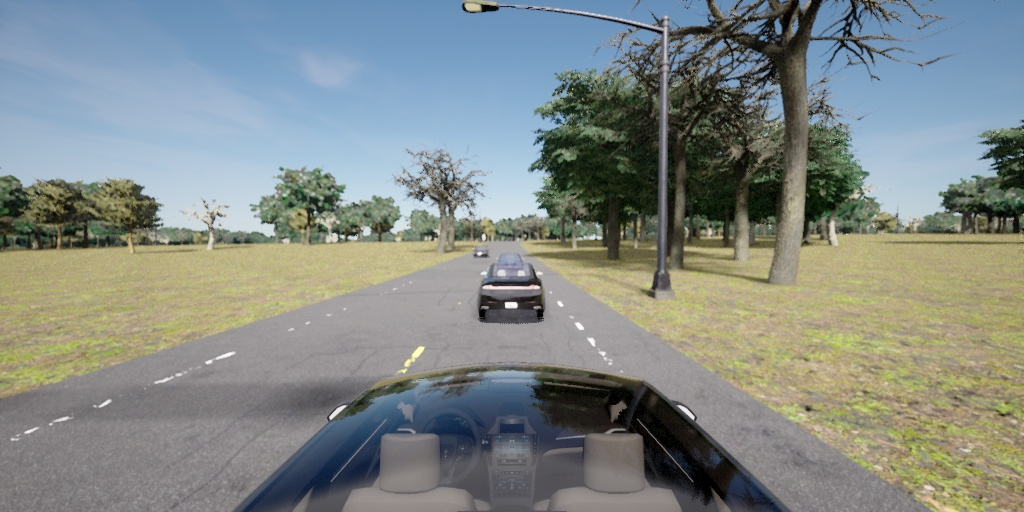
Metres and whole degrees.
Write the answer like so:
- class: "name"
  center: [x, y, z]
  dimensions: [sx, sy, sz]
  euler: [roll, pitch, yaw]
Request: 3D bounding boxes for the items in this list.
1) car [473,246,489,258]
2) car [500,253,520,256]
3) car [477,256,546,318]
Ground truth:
- class: "car"
  center: [-3.956, -0.537, 46.372]
  dimensions: [2.128, 1.511, 4.902]
  euler: [0, 3, 0]
- class: "car"
  center: [-0.132, 0.460, 25.189]
  dimensions: [2.033, 1.411, 5.357]
  euler: [0, 2, 0]
- class: "car"
  center: [-0.012, 0.928, 11.354]
  dimensions: [2.128, 1.511, 4.902]
  euler: [0, 2, 0]
